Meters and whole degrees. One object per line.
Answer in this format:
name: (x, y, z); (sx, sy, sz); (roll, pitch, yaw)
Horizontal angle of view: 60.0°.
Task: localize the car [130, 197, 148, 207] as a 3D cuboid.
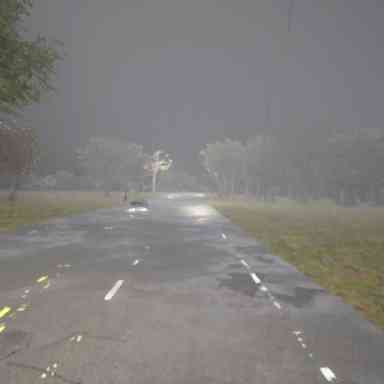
car: (-7.190, 1.406, 45.704); (1.895, 1.301, 4.718); (1, 0, 0)
